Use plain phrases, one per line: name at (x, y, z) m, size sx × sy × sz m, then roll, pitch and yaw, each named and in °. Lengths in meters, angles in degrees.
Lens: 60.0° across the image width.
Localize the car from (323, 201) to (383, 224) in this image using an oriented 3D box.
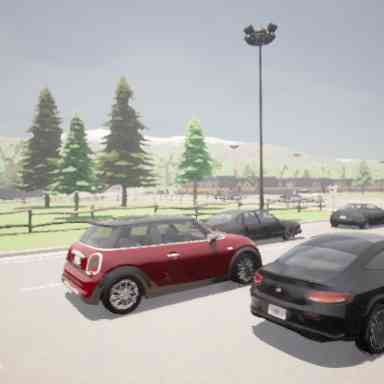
car at (9.914, 1.323, 19.416) m, size 4.181 × 1.385 × 1.994 m, roll -1°, pitch 1°, yaw -35°

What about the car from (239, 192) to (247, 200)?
car at (9.101, 0.692, 67.519) m, size 2.097 × 1.767 × 4.553 m, roll -1°, pitch 1°, yaw -35°

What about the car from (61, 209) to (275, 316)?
car at (-0.500, 1.304, 7.689) m, size 4.553 × 1.767 × 2.097 m, roll -1°, pitch 1°, yaw -35°

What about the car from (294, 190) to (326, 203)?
car at (18.743, 0.642, 53.669) m, size 2.150 × 2.045 × 5.566 m, roll -1°, pitch 0°, yaw -35°

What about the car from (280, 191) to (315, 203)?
car at (15.946, 0.968, 51.555) m, size 1.837 × 1.490 × 4.892 m, roll -1°, pitch 1°, yaw -35°

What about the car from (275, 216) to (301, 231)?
car at (2.338, 1.423, 14.013) m, size 5.357 × 1.411 × 2.033 m, roll -1°, pitch 1°, yaw -35°

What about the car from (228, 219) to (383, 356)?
car at (3.040, 1.453, 5.915) m, size 4.674 × 1.442 × 1.812 m, roll -1°, pitch 0°, yaw -36°

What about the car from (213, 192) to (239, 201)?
car at (6.257, 1.016, 65.484) m, size 2.033 × 1.411 × 5.357 m, roll -1°, pitch 1°, yaw -35°
